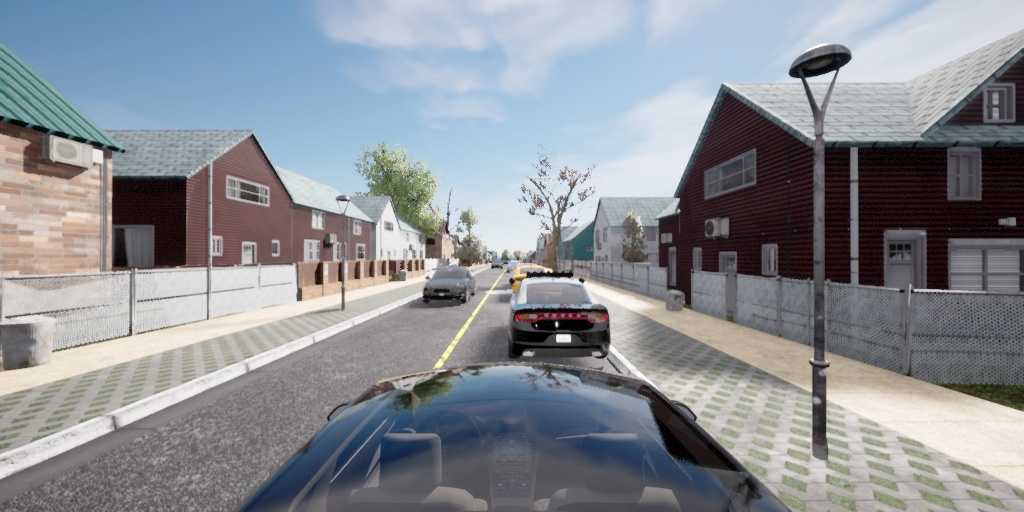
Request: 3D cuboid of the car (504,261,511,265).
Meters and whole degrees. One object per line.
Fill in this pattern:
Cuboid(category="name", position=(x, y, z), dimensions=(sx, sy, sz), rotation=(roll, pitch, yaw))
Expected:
Cuboid(category="car", position=(0.345, 1.368, 45.721), dimensions=(1.812, 1.442, 4.674), rotation=(0, 0, 1))

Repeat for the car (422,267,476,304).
Cuboid(category="car", position=(-2.741, 1.256, 16.464), dimensions=(1.837, 1.490, 4.892), rotation=(0, 0, 0))

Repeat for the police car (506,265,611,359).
Cuboid(category="police car", position=(0.879, 1.174, 8.567), dimensions=(1.930, 1.638, 5.238), rotation=(0, 0, 0))

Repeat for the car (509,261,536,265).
Cuboid(category="car", position=(0.948, 1.232, 18.458), dimensions=(1.882, 1.535, 5.008), rotation=(0, 0, 0))

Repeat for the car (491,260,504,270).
Cuboid(category="car", position=(-2.436, 1.421, 58.134), dimensions=(1.837, 1.490, 4.892), rotation=(0, 0, 1))
